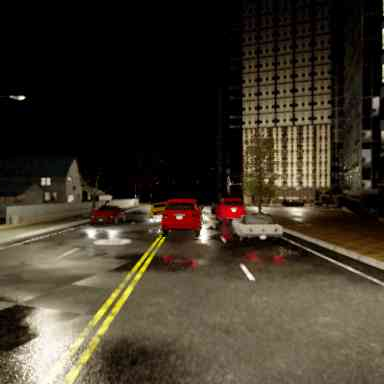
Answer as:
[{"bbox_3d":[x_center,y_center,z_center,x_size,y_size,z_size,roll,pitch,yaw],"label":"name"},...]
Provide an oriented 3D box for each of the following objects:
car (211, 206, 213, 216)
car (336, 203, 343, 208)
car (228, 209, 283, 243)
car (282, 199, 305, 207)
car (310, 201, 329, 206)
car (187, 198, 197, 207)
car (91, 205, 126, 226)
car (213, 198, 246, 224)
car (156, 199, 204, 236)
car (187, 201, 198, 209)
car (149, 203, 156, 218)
[{"bbox_3d":[3.244,2.083,39.417,1.895,1.301,4.718,0,-1,0],"label":"car"},{"bbox_3d":[33.648,2.881,71.847,4.507,1.381,1.887,0,1,20],"label":"car"},{"bbox_3d":[3.247,1.810,17.411,1.895,1.301,4.718,0,-1,0],"label":"car"},{"bbox_3d":[23.001,2.612,75.742,5.009,1.841,2.192,0,1,20],"label":"car"},{"bbox_3d":[31.034,2.761,81.196,4.403,1.369,2.008,0,1,20],"label":"car"},{"bbox_3d":[-0.013,2.295,74.042,2.097,1.767,4.553,0,-1,-2],"label":"car"},{"bbox_3d":[-6.604,1.799,26.608,1.882,1.535,5.008,0,-1,0],"label":"car"},{"bbox_3d":[3.245,1.565,28.419,2.150,2.045,5.566,0,-1,0],"label":"car"},{"bbox_3d":[-0.492,1.466,20.213,2.150,2.045,5.566,0,0,3],"label":"car"},{"bbox_3d":[0.072,2.329,61.159,1.994,1.385,4.181,0,-1,0],"label":"car"},{"bbox_3d":[-3.355,1.906,35.228,1.882,1.535,5.008,0,-1,0],"label":"car"}]
